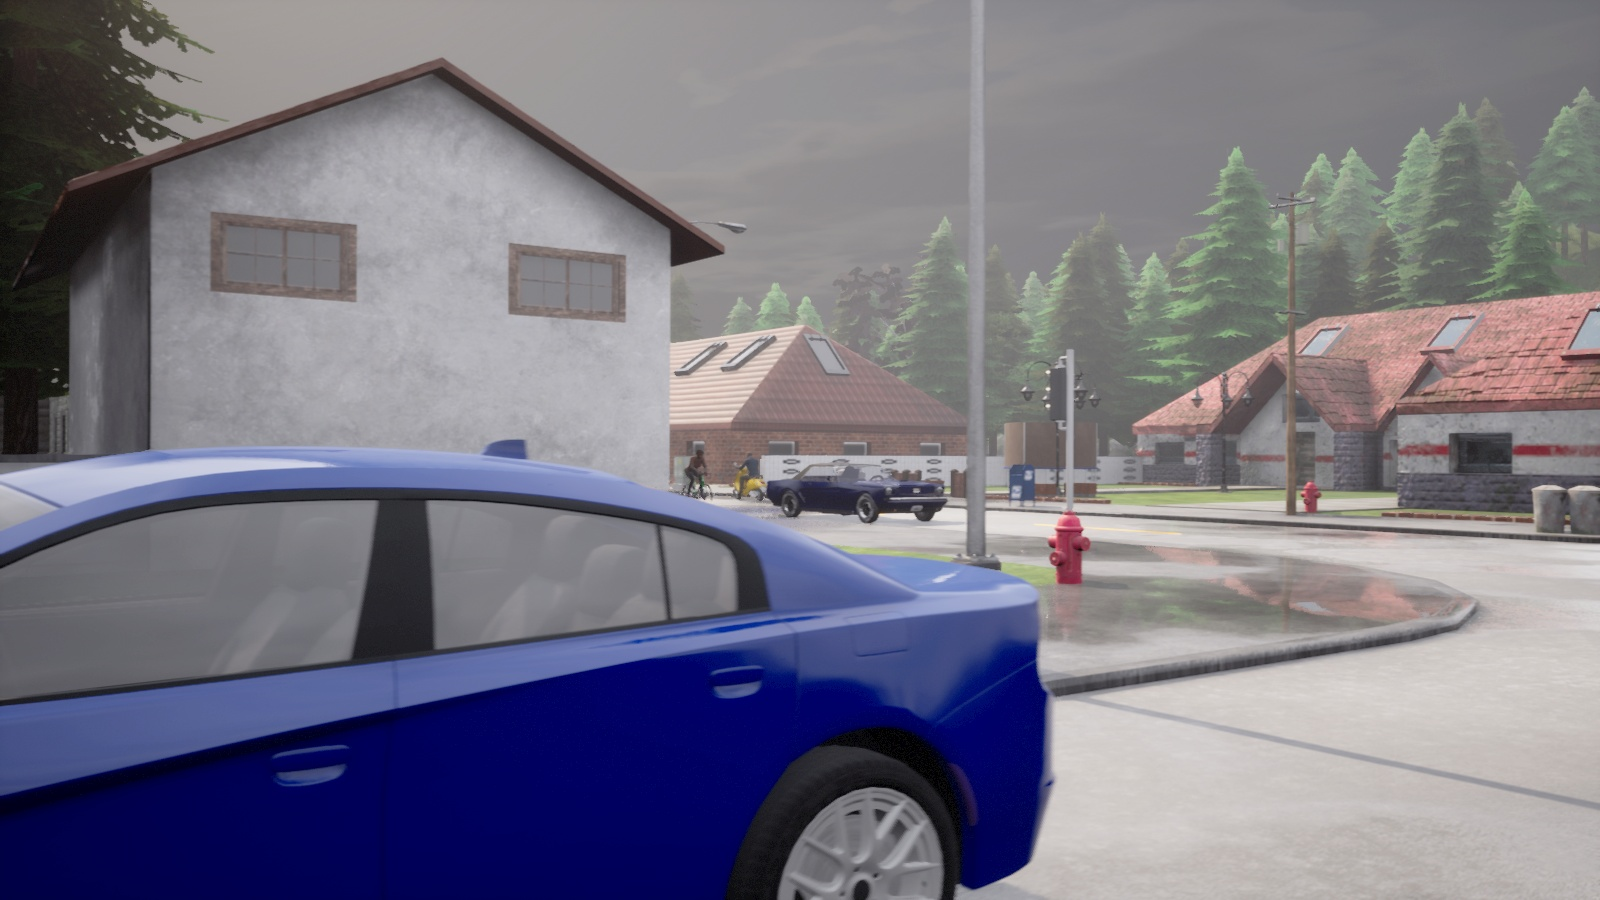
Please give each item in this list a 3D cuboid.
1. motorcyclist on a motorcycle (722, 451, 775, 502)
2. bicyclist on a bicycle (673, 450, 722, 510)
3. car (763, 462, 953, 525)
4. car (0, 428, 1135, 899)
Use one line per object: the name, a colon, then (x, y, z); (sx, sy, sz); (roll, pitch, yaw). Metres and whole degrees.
motorcyclist on a motorcycle: (-1.654, 0.841, 40.126); (0.866, 1.590, 1.817); (0, 0, -35)
bicyclist on a bicycle: (-2.859, 0.821, 34.857); (0.582, 1.620, 1.656); (0, -1, -35)
car: (1.230, 0.947, 28.986); (1.895, 1.301, 4.718); (0, 0, -35)
car: (-1.555, 0.734, 3.196); (5.008, 1.535, 1.882); (0, 0, -35)
